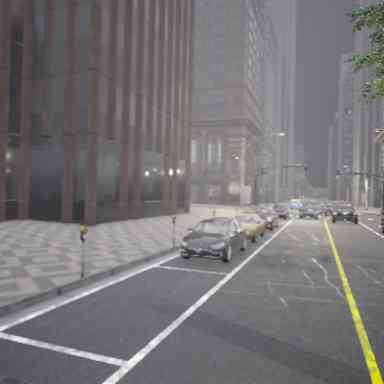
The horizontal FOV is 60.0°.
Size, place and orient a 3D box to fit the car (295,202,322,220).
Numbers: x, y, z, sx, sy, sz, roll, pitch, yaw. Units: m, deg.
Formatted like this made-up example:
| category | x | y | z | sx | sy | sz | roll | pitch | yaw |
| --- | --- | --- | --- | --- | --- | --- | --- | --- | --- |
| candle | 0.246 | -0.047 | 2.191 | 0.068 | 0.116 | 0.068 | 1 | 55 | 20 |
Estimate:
| category | x | y | z | sx | sy | sz | roll | pitch | yaw |
| --- | --- | --- | --- | --- | --- | --- | --- | --- | --- |
| car | 12.326 | 2.112 | 35.094 | 2.033 | 1.411 | 5.357 | 1 | 0 | 21 |

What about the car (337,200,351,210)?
| category | x | y | z | sx | sy | sz | roll | pitch | yaw |
| --- | --- | --- | --- | --- | --- | --- | --- | --- | --- |
| car | 29.917 | 2.534 | 65.495 | 2.192 | 1.841 | 5.009 | 1 | -1 | 21 |

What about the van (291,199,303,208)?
| category | x | y | z | sx | sy | sz | roll | pitch | yaw |
| --- | --- | --- | --- | --- | --- | --- | --- | --- | --- |
| van | 18.110 | 2.220 | 58.300 | 1.690 | 1.788 | 3.998 | 1 | 0 | 21 |

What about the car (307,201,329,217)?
| category | x | y | z | sx | sy | sz | roll | pitch | yaw |
| --- | --- | --- | --- | --- | --- | --- | --- | --- | --- |
| car | 16.464 | 2.201 | 40.651 | 4.902 | 1.511 | 2.128 | 2 | -1 | -43 |

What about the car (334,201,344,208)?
| category | x | y | z | sx | sy | sz | roll | pitch | yaw |
| --- | --- | --- | --- | --- | --- | --- | --- | --- | --- |
| car | 35.650 | 3.037 | 80.771 | 2.008 | 1.369 | 4.403 | 1 | -1 | 21 |

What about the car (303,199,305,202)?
| category | x | y | z | sx | sy | sz | roll | pitch | yaw |
| --- | --- | --- | --- | --- | --- | --- | --- | --- | --- |
| car | 20.020 | 2.406 | 63.392 | 1.967 | 1.590 | 4.097 | 1 | 0 | 21 |

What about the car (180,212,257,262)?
| category | x | y | z | sx | sy | sz | roll | pitch | yaw |
| --- | --- | --- | --- | --- | --- | --- | --- | --- | --- |
| car | 0.964 | 1.681 | 12.663 | 2.008 | 1.369 | 4.403 | 1 | 0 | 21 |

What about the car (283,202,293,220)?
| category | x | y | z | sx | sy | sz | roll | pitch | yaw |
| --- | --- | --- | --- | --- | --- | --- | --- | --- | --- |
| car | 8.733 | 2.033 | 33.346 | 1.947 | 1.339 | 4.313 | 1 | 0 | 21 |

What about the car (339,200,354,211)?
| category | x | y | z | sx | sy | sz | roll | pitch | yaw |
| --- | --- | --- | --- | --- | --- | --- | --- | --- | --- |
| car | 28.005 | 2.446 | 60.402 | 2.192 | 1.841 | 5.009 | 1 | 0 | 21 |

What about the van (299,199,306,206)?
| category | x | y | z | sx | sy | sz | roll | pitch | yaw |
| --- | --- | --- | --- | --- | --- | --- | --- | --- | --- |
| van | 29.587 | 2.753 | 88.859 | 1.690 | 1.788 | 3.998 | 1 | -1 | 21 |

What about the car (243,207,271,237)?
| category | x | y | z | sx | sy | sz | roll | pitch | yaw |
| --- | --- | --- | --- | --- | --- | --- | --- | --- | --- |
| car | 2.847 | 1.740 | 17.675 | 1.752 | 1.417 | 4.829 | 1 | 0 | 21 |

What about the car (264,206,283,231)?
| category | x | y | z | sx | sy | sz | roll | pitch | yaw |
| --- | --- | --- | --- | --- | --- | --- | --- | --- | --- |
| car | 4.852 | 1.742 | 23.006 | 1.967 | 1.590 | 4.097 | 1 | 0 | 21 |

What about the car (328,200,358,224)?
| category | x | y | z | sx | sy | sz | roll | pitch | yaw |
| --- | --- | --- | --- | --- | --- | --- | --- | --- | --- |
| car | 13.969 | 1.922 | 30.667 | 2.097 | 1.767 | 4.553 | 1 | 0 | 21 |

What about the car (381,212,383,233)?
| category | x | y | z | sx | sy | sz | roll | pitch | yaw |
| --- | --- | --- | --- | --- | --- | --- | --- | --- | --- |
| car | 12.838 | 1.781 | 20.017 | 2.192 | 1.841 | 5.009 | 1 | 0 | 21 |

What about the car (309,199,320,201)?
| category | x | y | z | sx | sy | sz | roll | pitch | yaw |
| --- | --- | --- | --- | --- | --- | --- | --- | --- | --- |
| car | 32.771 | 2.844 | 89.484 | 2.033 | 1.411 | 5.357 | 1 | -1 | 21 |
